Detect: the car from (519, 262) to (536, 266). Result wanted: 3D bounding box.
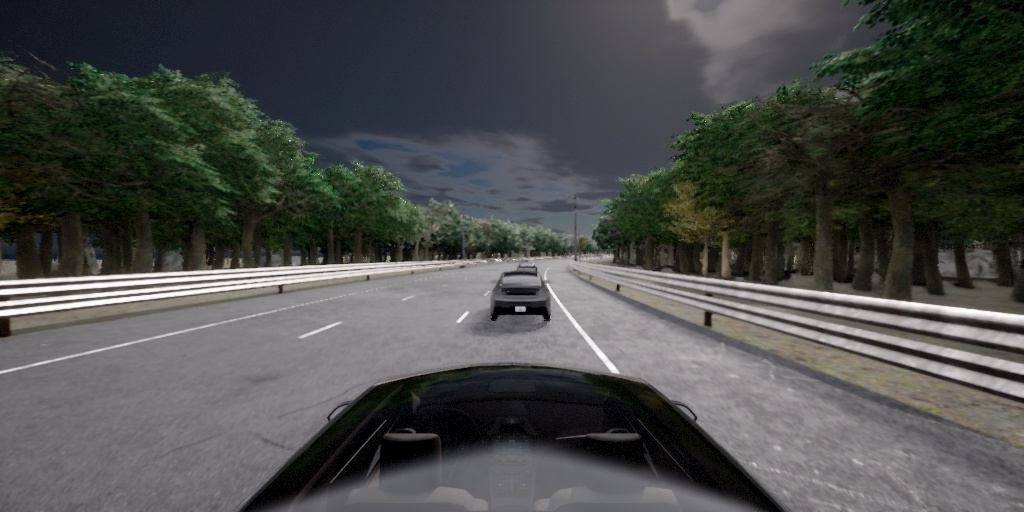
[{"bbox_3d":[1.419,1.265,32.628,2.128,1.511,4.902,0,0,5],"label":"car"}]

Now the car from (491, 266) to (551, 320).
[{"bbox_3d":[0.312,1.254,12.537,1.837,1.490,4.892,0,0,2],"label":"car"}]
